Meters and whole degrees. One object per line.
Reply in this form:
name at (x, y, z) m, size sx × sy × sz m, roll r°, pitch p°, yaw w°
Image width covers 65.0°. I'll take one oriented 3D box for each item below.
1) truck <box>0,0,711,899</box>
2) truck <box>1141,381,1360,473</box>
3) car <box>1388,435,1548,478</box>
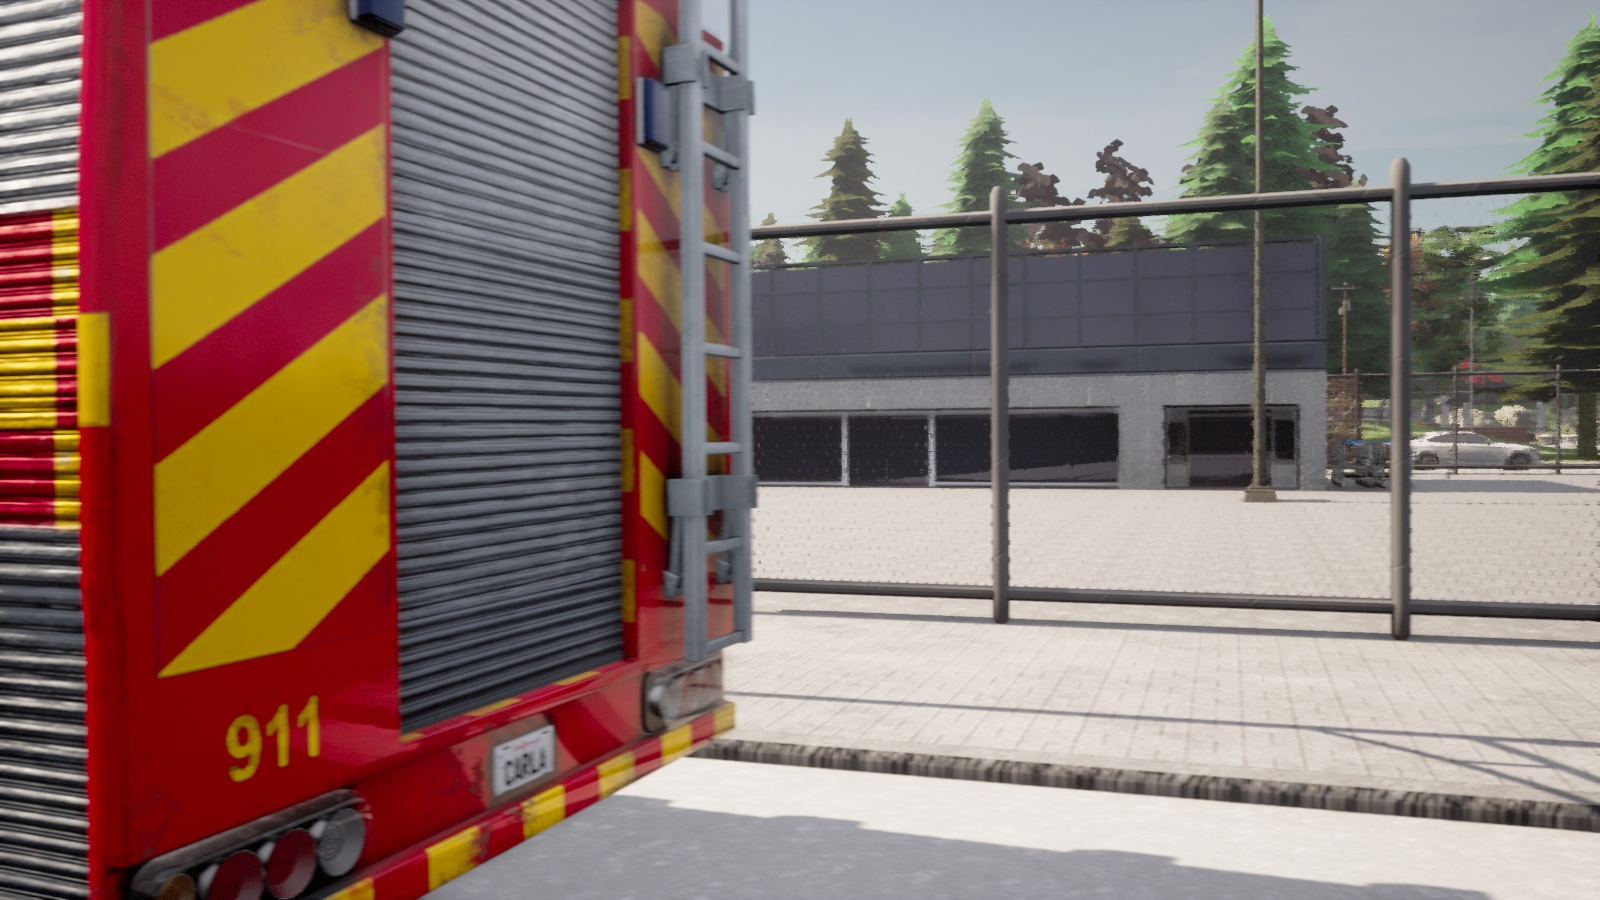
truck at (-4.832, -0.410, 5.275) m, size 8.468 × 3.827 × 2.891 m, roll 0°, pitch 1°, yaw 22°
truck at (17.717, -0.887, 49.778) m, size 7.936 × 3.462 × 2.891 m, roll 0°, pitch 1°, yaw 19°
car at (23.141, 0.208, 43.678) m, size 4.674 × 1.442 × 1.812 m, roll 0°, pitch 1°, yaw 18°
